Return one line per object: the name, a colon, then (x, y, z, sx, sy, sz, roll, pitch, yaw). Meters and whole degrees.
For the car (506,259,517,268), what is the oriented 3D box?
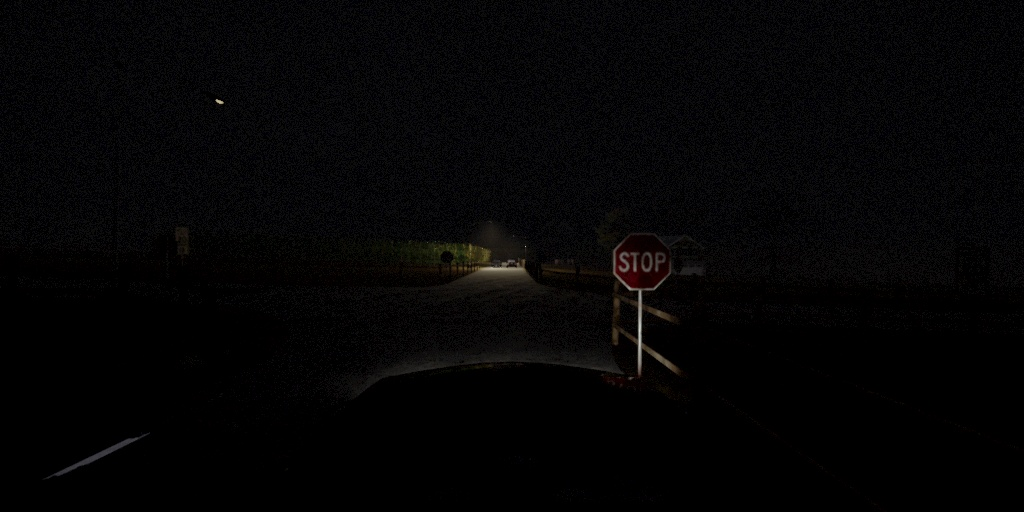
car: (-0.062, 1.372, 61.427, 2.033, 1.411, 5.357, 0, 0, 0)
